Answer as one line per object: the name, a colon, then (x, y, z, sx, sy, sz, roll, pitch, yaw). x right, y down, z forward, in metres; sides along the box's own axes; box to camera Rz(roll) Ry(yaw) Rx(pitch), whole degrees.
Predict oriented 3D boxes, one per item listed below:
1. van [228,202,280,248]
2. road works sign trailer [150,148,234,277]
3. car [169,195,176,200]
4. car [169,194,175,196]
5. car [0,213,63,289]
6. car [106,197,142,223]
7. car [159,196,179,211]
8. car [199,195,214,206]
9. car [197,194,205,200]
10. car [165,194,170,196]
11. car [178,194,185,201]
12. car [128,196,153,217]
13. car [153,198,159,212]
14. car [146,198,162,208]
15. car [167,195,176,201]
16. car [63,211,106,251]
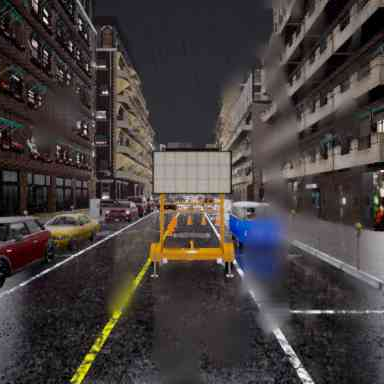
van: (2.566, 1.343, 14.427, 1.690, 1.788, 3.998, 1, 0, 0)
road works sign trailer: (0.000, 0.466, 10.229, 2.380, 3.560, 2.880, 0, 0, 0)
car: (-5.363, 1.582, 92.089, 1.802, 1.307, 4.206, 1, 0, 0)
car: (-5.347, 1.318, 69.893, 2.192, 1.841, 5.009, 1, 0, 0)
car: (-5.312, 1.442, 8.854, 1.967, 1.590, 4.097, 1, 0, 0)
car: (-5.322, 1.443, 25.501, 1.967, 1.590, 4.097, 1, 0, 0)
car: (-2.875, 1.568, 39.532, 1.994, 1.385, 4.181, 0, 0, 0)
car: (2.542, 1.444, 53.271, 1.967, 1.590, 4.097, 1, 0, 0)
car: (2.519, 1.440, 92.115, 1.967, 1.590, 4.097, 1, 0, 0)
car: (-5.343, 1.529, 58.625, 1.752, 1.417, 4.829, 1, 0, 0)
car: (-2.799, 1.352, 81.421, 2.097, 1.767, 4.553, 0, 0, 0)
car: (-5.324, 1.319, 31.050, 2.192, 1.841, 5.009, 1, 0, 0)
car: (-5.327, 1.319, 36.599, 2.192, 1.841, 5.009, 1, 0, 0)
car: (-5.337, 1.586, 47.697, 1.802, 1.307, 4.206, 1, 0, 0)
car: (-5.360, 1.567, 86.540, 1.947, 1.339, 4.313, 1, 0, 0)
car: (-5.316, 1.527, 14.233, 1.752, 1.417, 4.829, 1, 0, 0)
